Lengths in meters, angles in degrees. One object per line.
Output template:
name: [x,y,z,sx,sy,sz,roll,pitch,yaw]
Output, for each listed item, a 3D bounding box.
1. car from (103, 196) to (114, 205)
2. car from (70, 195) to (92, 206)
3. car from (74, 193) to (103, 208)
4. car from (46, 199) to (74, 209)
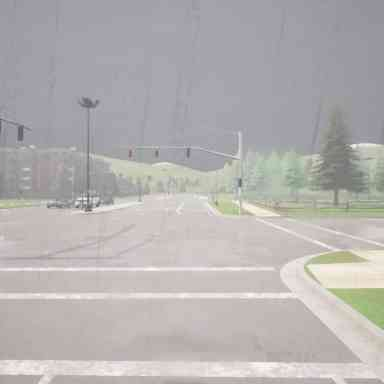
car: [-14.991,1.492,58.141,2.128,1.511,4.902,0,0,1]
car: [-18.511,1.352,55.509,2.097,1.767,4.553,0,0,0]
car: [-15.043,1.221,48.129,2.150,2.045,5.566,0,0,0]
car: [-18.547,1.601,46.397,1.895,1.301,4.718,0,0,0]
